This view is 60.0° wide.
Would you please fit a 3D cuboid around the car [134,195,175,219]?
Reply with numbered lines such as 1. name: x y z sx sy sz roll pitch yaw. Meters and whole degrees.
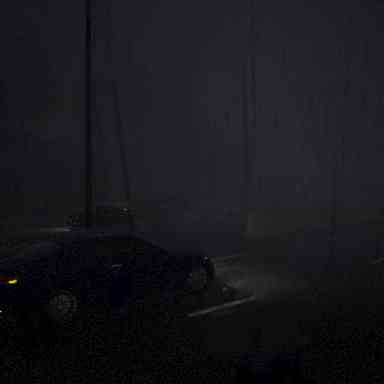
1. car: -4.075 1.360 27.583 4.553 1.767 2.097 0 0 -40

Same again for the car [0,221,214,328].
1. car: -1.666 1.529 6.989 4.674 1.442 1.812 0 0 -36

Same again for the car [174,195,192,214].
1. car: -2.531 1.307 33.422 5.566 2.045 2.150 0 0 -42

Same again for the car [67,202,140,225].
1. car: -5.869 1.574 21.648 4.181 1.385 1.994 0 0 -38
